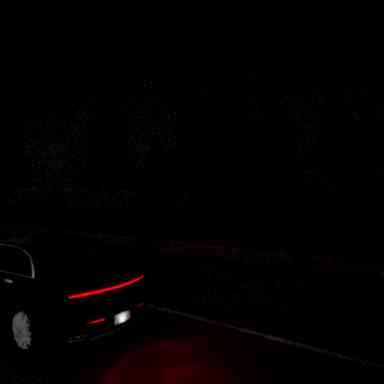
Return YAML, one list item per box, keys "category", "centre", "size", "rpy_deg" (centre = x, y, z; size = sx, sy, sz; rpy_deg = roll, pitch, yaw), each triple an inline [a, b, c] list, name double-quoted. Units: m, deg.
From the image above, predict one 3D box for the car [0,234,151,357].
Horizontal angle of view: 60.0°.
- category: "car"
  centre: [-2.941, 1.546, 6.145]
  size: [4.892, 1.490, 1.837]
  rpy_deg: [-1, 0, 36]
